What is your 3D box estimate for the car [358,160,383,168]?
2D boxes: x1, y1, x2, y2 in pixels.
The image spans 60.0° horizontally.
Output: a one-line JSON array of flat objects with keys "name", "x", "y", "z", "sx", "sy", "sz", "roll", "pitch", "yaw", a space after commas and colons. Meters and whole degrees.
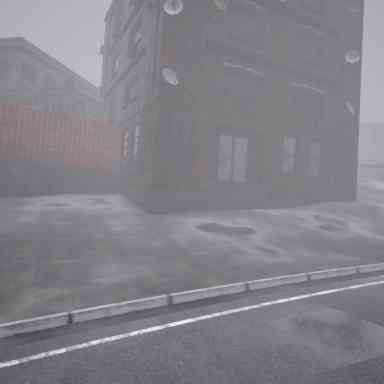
[{"name": "car", "x": 22.557, "y": -3.264, "z": 42.062, "sx": 4.553, "sy": 1.767, "sz": 2.185, "roll": 2, "pitch": -3, "yaw": 16}]
